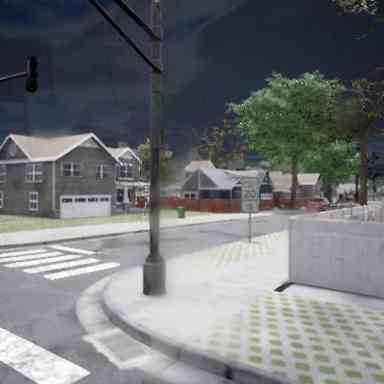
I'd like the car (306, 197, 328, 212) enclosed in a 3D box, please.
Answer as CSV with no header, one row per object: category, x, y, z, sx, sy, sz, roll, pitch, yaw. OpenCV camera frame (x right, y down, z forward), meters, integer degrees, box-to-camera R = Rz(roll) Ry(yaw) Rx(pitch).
car,17.741,1.798,46.714,2.150,2.045,5.566,1,0,34

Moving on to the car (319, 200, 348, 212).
car,17.929,2.129,42.011,1.994,1.385,4.181,1,0,35

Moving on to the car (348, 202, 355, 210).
car,23.308,2.242,50.010,1.994,1.385,4.181,1,0,34
